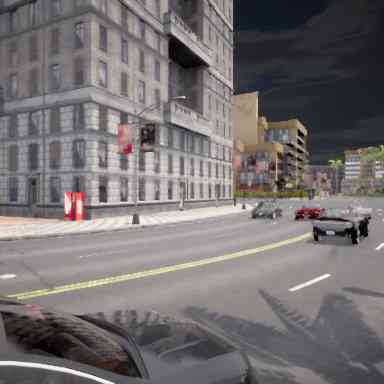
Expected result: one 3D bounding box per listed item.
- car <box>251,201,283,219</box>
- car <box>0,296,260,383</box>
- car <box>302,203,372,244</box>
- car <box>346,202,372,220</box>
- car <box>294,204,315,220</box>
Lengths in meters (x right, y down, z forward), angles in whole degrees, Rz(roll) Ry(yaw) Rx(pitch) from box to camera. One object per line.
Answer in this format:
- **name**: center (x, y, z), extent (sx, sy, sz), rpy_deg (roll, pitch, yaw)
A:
- **car**: center (6.567, 1.543, 28.775), extent (1.837, 1.490, 4.892), rpy_deg (0, 0, 27)
- **car**: center (-1.643, 1.503, 2.107), extent (4.892, 1.490, 1.837), rpy_deg (0, 0, -36)
- **car**: center (7.184, 1.488, 15.842), extent (2.128, 1.511, 4.902), rpy_deg (0, 0, 36)
- **car**: center (14.654, 1.604, 29.154), extent (1.895, 1.301, 4.718), rpy_deg (0, 0, 27)
- **car**: center (9.658, 1.641, 27.133), extent (1.895, 1.301, 4.718), rpy_deg (0, 0, 27)
